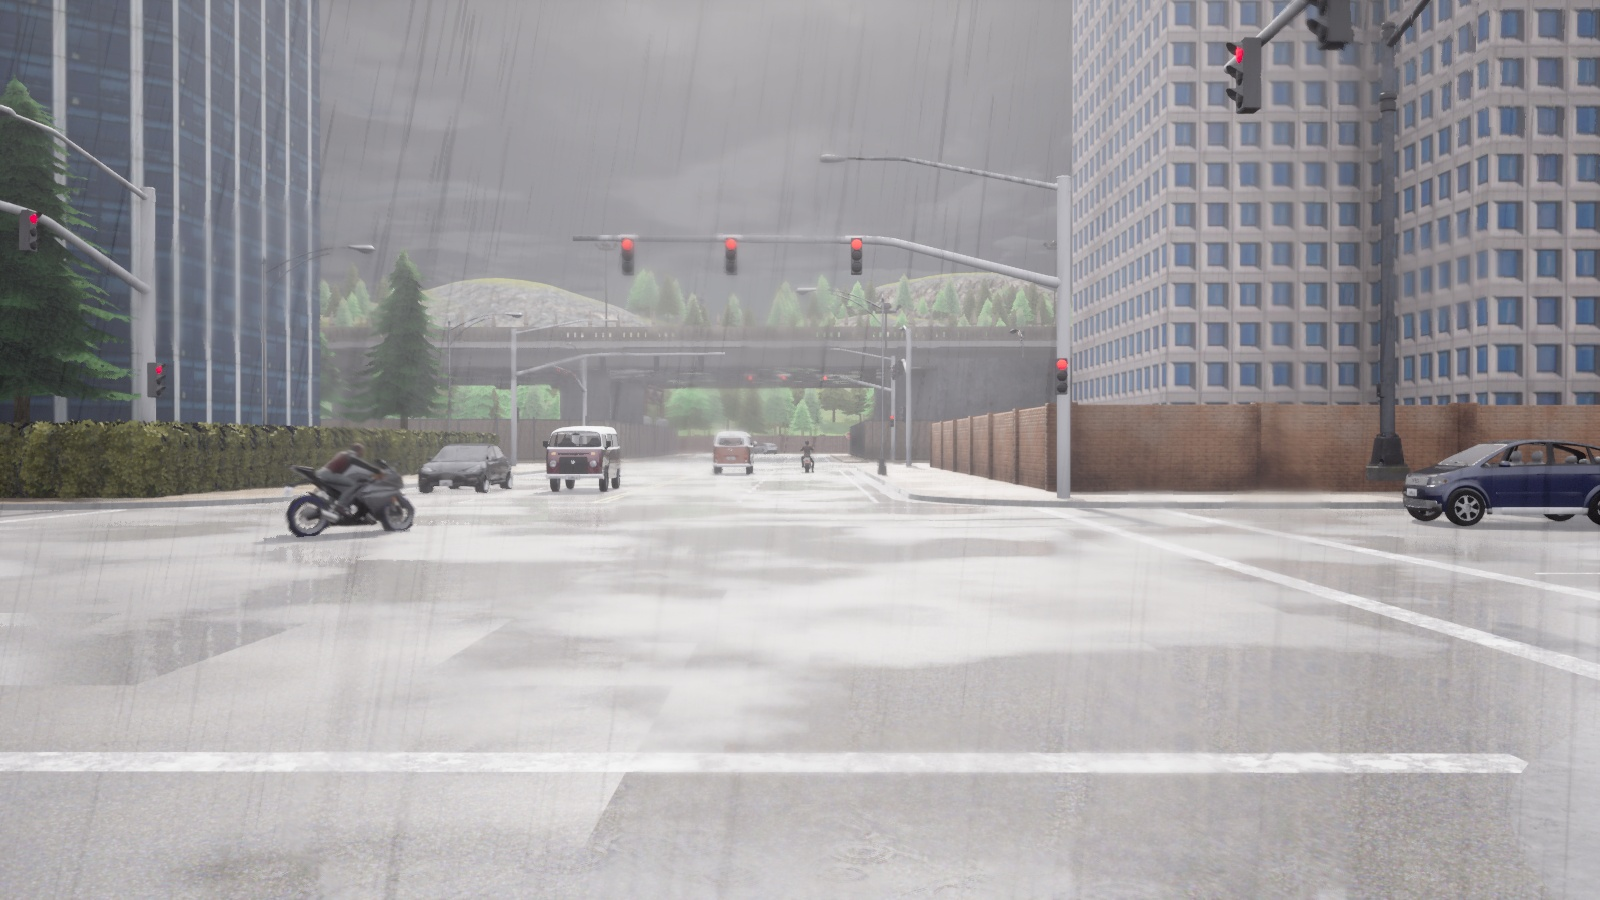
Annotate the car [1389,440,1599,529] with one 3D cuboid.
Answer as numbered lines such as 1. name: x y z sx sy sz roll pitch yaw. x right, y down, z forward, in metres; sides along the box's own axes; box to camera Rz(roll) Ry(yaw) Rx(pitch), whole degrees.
1. car: 13.058 0.606 22.997 3.705 1.549 1.789 0 0 1

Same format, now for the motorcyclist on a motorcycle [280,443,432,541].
1. motorcyclist on a motorcycle: -7.274 0.659 20.654 0.866 1.530 2.191 -1 0 44

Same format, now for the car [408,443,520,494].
1. car: -10.275 0.519 38.805 2.163 1.488 4.792 0 0 0

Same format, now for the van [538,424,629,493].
1. van: -6.770 0.240 39.687 2.069 2.038 4.480 0 0 0

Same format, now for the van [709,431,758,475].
1. van: -3.158 0.126 60.408 2.069 2.038 4.480 0 0 0
